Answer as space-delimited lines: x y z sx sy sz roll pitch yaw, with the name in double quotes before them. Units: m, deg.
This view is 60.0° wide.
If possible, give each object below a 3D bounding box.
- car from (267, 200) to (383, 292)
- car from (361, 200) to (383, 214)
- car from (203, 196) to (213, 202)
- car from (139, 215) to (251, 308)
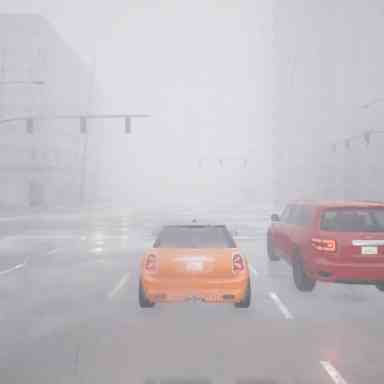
"car" 3.544 1.221 9.106 2.150 2.045 5.566 0 0 2
"car" 20.493 1.564 35.263 4.181 1.385 1.994 0 0 1
"car" 3.580 1.524 74.206 1.812 1.442 4.674 0 0 0
"car" 0.066 1.352 8.082 2.097 1.767 4.553 0 0 1
